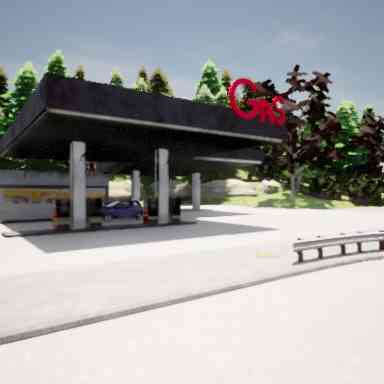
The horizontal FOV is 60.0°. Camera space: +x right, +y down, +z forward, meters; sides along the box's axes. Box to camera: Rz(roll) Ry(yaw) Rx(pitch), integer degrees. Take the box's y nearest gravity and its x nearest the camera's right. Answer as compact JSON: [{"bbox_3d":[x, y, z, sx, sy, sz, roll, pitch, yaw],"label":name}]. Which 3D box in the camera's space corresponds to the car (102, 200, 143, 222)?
[{"bbox_3d":[-5.452,1.389,24.996,3.633,1.501,1.845,0,0,-35],"label":"car"}]
